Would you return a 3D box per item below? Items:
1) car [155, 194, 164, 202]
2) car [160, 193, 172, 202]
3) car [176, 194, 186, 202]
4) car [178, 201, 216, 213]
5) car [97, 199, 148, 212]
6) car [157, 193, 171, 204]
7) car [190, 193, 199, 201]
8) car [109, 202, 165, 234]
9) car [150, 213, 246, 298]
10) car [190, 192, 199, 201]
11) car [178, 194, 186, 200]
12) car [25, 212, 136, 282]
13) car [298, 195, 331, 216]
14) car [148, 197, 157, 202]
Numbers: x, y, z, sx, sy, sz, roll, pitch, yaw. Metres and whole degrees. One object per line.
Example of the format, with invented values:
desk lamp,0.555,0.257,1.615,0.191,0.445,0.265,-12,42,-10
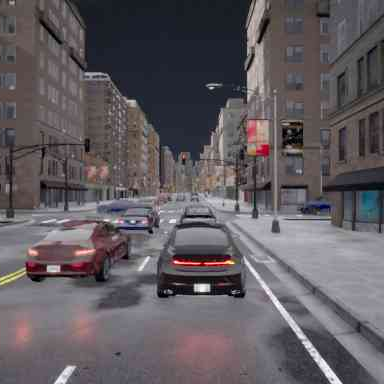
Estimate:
car,-6.124,1.497,54.145,1.812,1.442,4.674,0,0,1
car,-5.871,1.169,75.499,2.150,2.045,5.566,0,0,0
car,-2.620,1.492,75.696,1.994,1.385,4.181,0,0,0
car,0.291,1.490,17.896,2.128,1.511,4.902,0,0,-1
car,-7.121,1.526,33.271,4.674,1.442,1.812,0,-1,0
car,-5.996,1.181,64.806,2.150,2.045,5.566,0,0,1
car,0.630,1.473,74.044,1.812,1.442,4.674,0,0,0
car,-2.958,1.545,19.203,2.033,1.411,5.357,0,0,0
car,0.205,1.506,8.500,1.837,1.490,4.892,0,0,0
car,0.708,1.159,85.701,2.150,2.045,5.566,0,0,0
car,-2.542,1.244,85.699,1.882,1.535,5.008,0,0,0
car,-3.026,1.526,9.636,1.812,1.442,4.674,0,0,1
car,13.471,1.304,33.144,5.566,2.045,2.150,0,-1,0
car,-6.211,1.581,44.134,1.895,1.301,4.718,0,0,0
